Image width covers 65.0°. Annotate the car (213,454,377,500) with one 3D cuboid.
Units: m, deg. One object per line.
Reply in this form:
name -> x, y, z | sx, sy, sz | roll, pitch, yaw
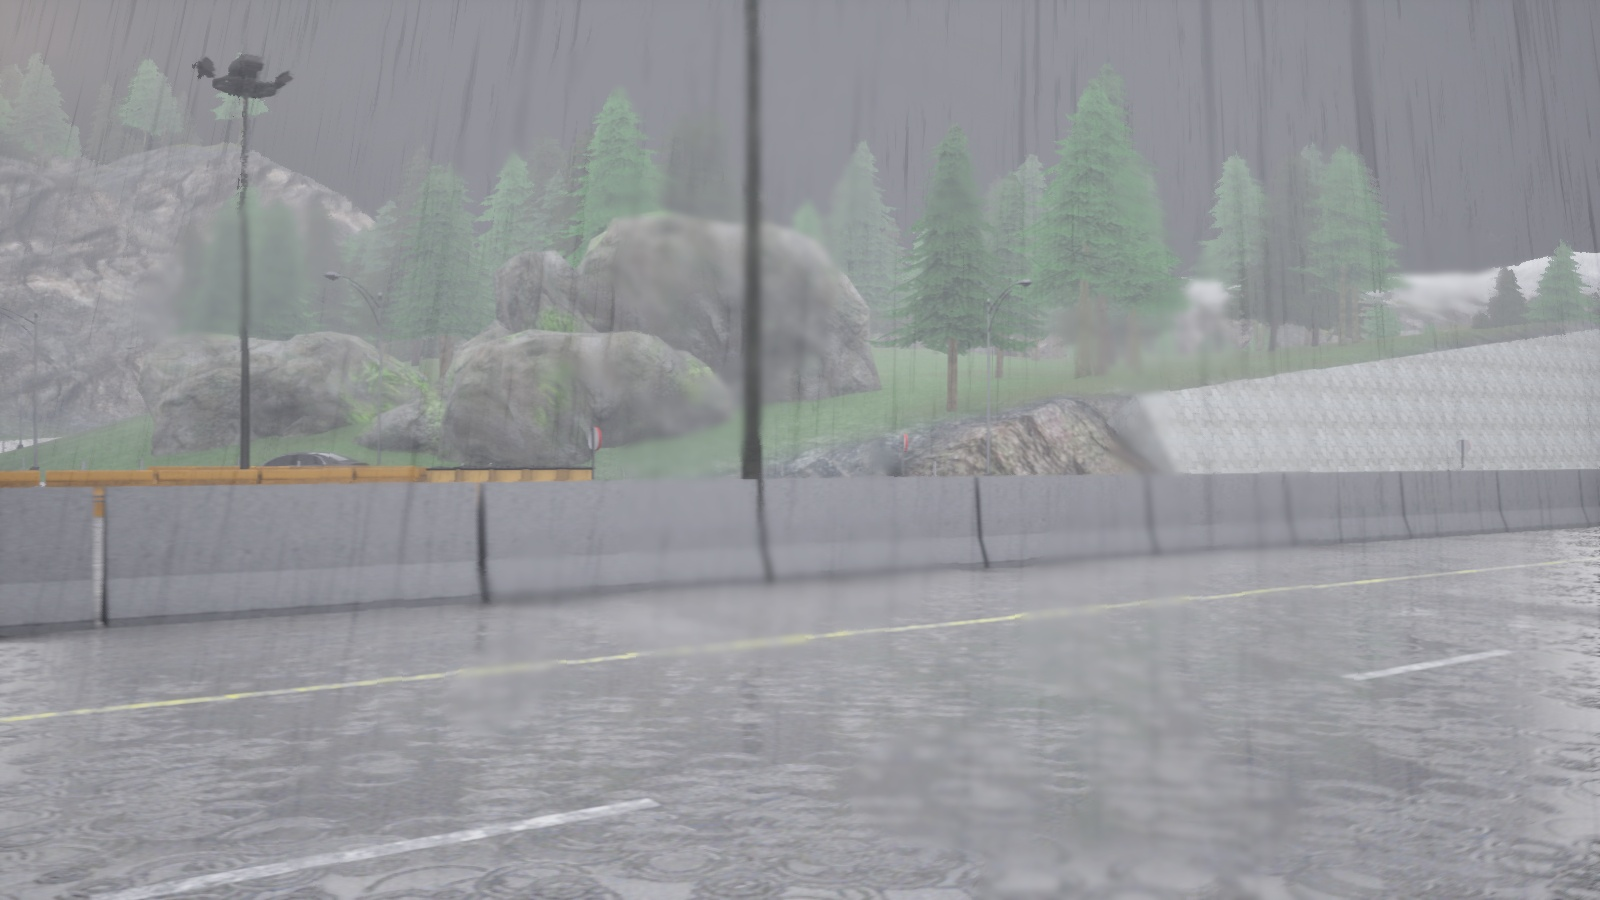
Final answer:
car -> -16.976, 0.889, 42.283 | 4.892, 1.490, 1.837 | 0, 0, 11
